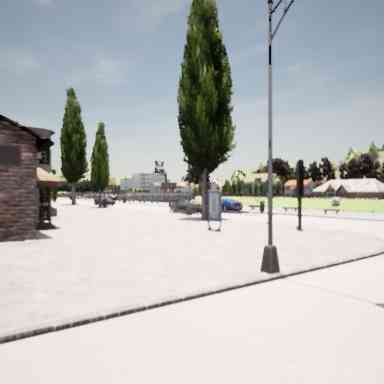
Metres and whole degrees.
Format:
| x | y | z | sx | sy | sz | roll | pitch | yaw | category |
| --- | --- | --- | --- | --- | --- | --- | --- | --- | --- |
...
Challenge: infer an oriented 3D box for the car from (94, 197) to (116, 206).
| x | y | z | sx | sy | sz | roll | pitch | yaw | category |
| --- | --- | --- | --- | --- | --- | --- | --- | --- | --- |
| -14.182 | 1.525 | 53.916 | 2.033 | 1.411 | 5.357 | 0 | 0 | -35 | car |

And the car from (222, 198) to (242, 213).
| x | y | z | sx | sy | sz | roll | pitch | yaw | category |
| --- | --- | --- | --- | --- | --- | --- | --- | --- | --- |
| 3.331 | 1.451 | 36.559 | 1.882 | 1.535 | 5.008 | 0 | 0 | -36 | car |

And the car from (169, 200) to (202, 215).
| x | y | z | sx | sy | sz | roll | pitch | yaw | category |
| --- | --- | --- | --- | --- | --- | --- | --- | --- | --- |
| -0.312 | 1.525 | 34.425 | 2.033 | 1.411 | 5.357 | 0 | 0 | -36 | car |
